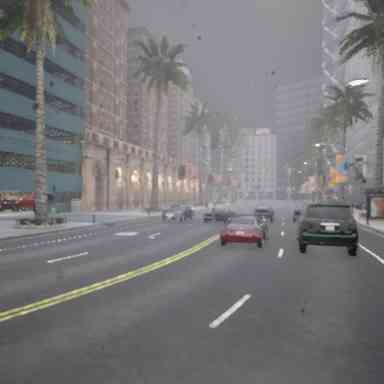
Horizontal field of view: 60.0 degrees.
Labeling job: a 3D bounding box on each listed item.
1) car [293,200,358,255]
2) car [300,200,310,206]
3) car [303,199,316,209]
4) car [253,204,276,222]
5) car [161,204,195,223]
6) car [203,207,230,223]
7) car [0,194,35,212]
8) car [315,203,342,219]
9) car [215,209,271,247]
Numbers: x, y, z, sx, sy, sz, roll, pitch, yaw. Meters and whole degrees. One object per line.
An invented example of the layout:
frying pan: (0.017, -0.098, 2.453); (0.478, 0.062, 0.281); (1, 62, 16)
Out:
car: (5.819, 1.449, 14.805); (2.150, 2.045, 5.566); (0, 0, 16)
car: (29.353, 2.774, 86.773); (2.161, 1.482, 4.786); (0, -1, 16)
car: (23.183, 2.319, 65.732); (2.185, 1.767, 4.553); (0, -1, 16)
car: (6.727, 1.925, 31.107); (1.837, 1.490, 4.892); (0, 0, 16)
car: (-1.134, 1.816, 29.127); (2.128, 1.511, 4.902); (0, -1, 16)
car: (2.309, 1.948, 28.432); (1.895, 1.301, 4.718); (0, -1, 16)
car: (-20.331, 1.295, 39.560); (2.435, 2.045, 5.566); (0, -1, 16)
car: (15.302, 2.050, 37.435); (2.231, 1.521, 4.892); (0, -1, 16)
car: (2.680, 1.780, 16.548); (1.994, 1.385, 4.181); (0, -1, 16)
